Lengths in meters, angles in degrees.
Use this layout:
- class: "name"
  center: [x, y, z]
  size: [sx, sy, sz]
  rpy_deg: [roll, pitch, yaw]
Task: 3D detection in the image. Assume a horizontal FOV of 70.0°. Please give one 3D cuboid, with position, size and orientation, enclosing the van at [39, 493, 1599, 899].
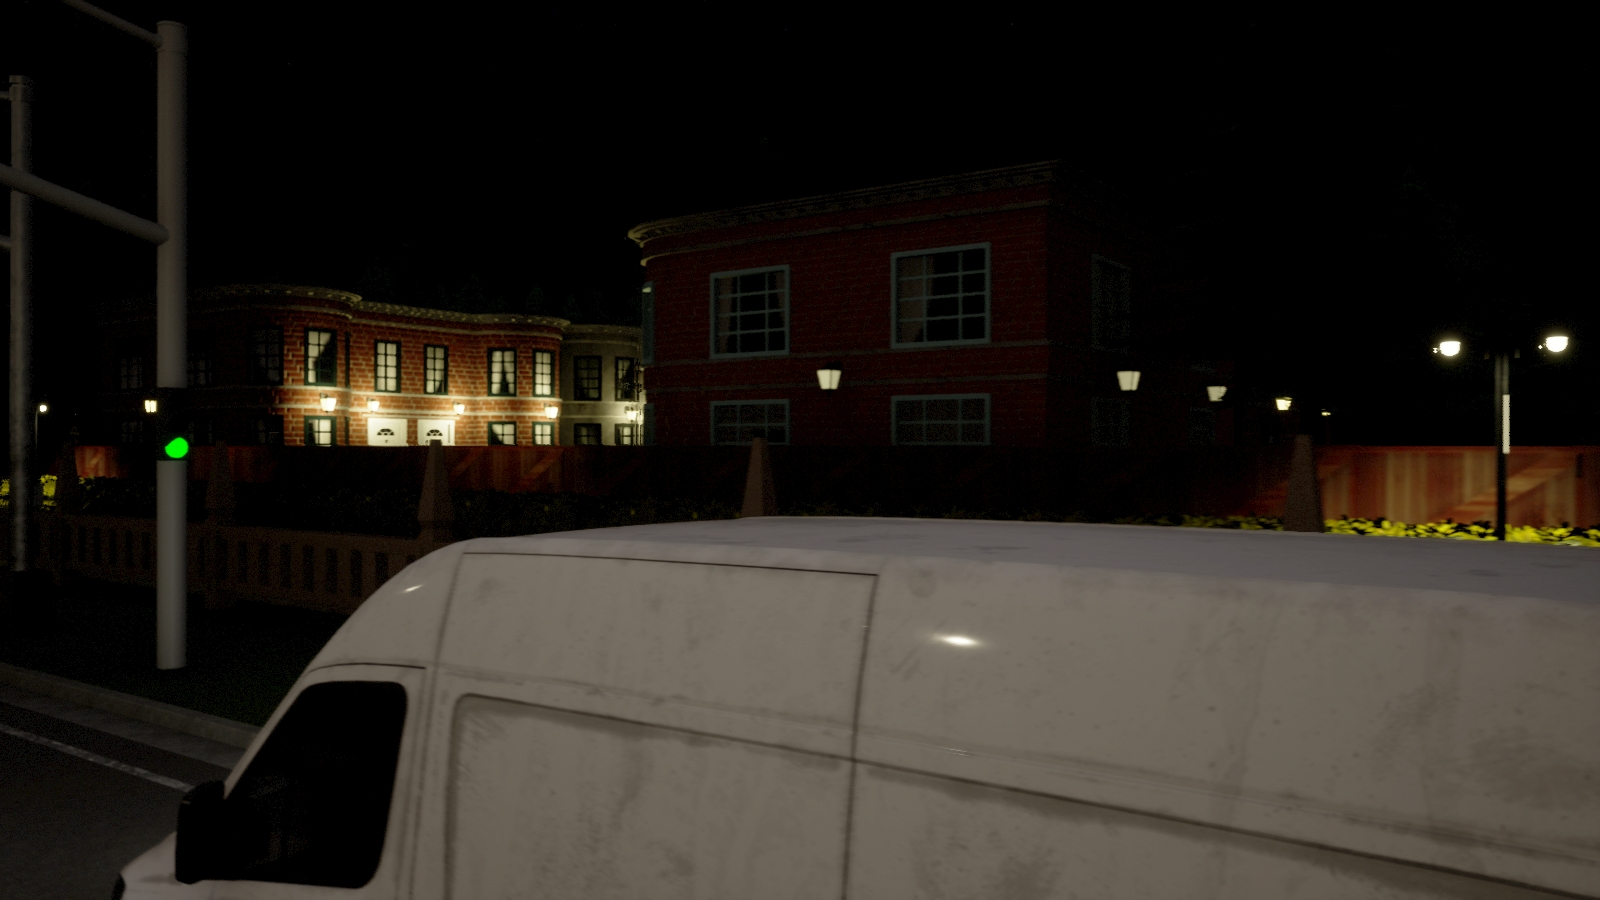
- class: "van"
  center: [-0.196, 1.527, 3.894]
  size: [5.915, 2.561, 1.988]
  rpy_deg: [0, 0, 35]
